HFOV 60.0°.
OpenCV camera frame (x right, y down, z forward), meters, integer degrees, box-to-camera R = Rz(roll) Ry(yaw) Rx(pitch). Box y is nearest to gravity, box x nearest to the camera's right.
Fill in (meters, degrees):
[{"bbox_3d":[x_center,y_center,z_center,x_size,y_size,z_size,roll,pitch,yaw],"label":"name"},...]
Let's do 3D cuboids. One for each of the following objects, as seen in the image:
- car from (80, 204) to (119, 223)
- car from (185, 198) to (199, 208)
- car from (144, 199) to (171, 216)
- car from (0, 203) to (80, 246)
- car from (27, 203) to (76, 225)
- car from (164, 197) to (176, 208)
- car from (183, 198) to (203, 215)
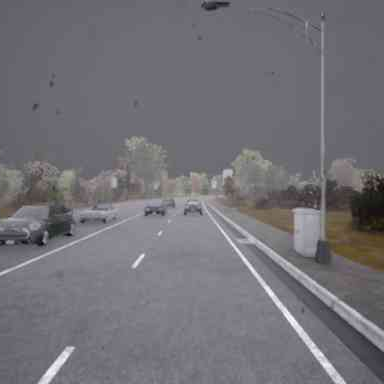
[{"bbox_3d":[-6.999,1.613,25.428,1.895,1.301,4.718,0,0,0],"label":"car"},{"bbox_3d":[0.071,1.587,49.569,1.994,1.385,4.181,0,0,1],"label":"car"},{"bbox_3d":[-3.398,1.616,32.169,1.895,1.301,4.718,0,0,0],"label":"car"},{"bbox_3d":[-7.053,1.359,15.180,2.097,1.767,4.553,0,0,0],"label":"car"},{"bbox_3d":[-10.499,1.576,25.235,1.994,1.385,4.181,0,0,0],"label":"car"},{"bbox_3d":[-3.431,1.515,49.374,2.128,1.511,4.902,0,0,1],"label":"car"},{"bbox_3d":[0.102,1.541,34.173,1.812,1.442,4.674,0,0,0],"label":"car"}]
